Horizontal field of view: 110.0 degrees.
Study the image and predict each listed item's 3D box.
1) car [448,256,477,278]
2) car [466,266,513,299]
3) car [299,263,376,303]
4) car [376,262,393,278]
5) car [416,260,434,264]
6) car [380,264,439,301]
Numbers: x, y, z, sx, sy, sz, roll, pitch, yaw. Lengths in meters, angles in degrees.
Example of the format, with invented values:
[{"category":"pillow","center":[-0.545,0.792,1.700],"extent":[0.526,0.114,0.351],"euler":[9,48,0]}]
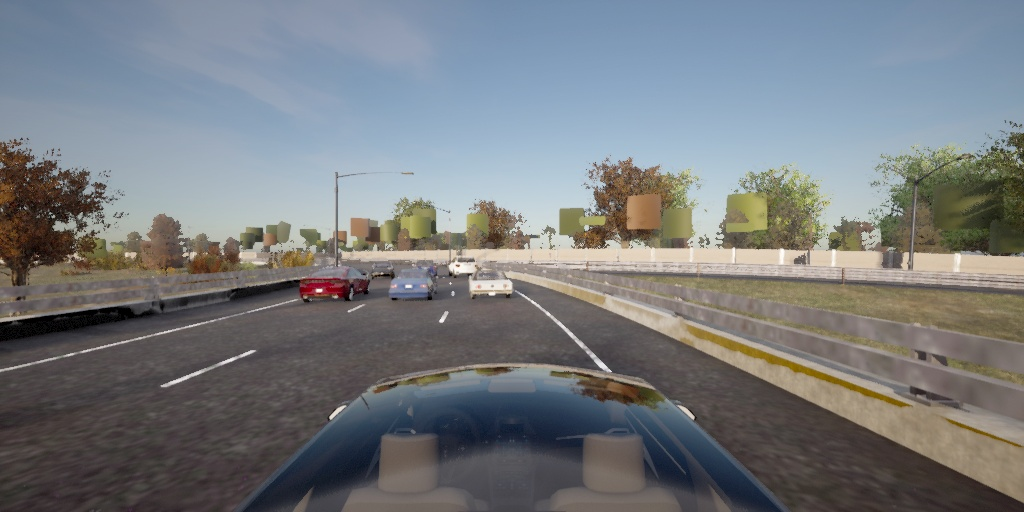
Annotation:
[{"category":"car","center":[-4.653,1.006,33.755],"extent":[2.150,2.045,5.566],"euler":[0,0,-16]},{"category":"car","center":[-1.184,1.364,17.898],"extent":[1.895,1.301,4.718],"euler":[0,0,-8]},{"category":"car","center":[-8.107,1.233,16.865],"extent":[1.882,1.535,5.008],"euler":[0,0,-8]},{"category":"car","center":[-11.359,1.243,31.750],"extent":[2.128,1.511,4.902],"euler":[0,0,-16]},{"category":"car","center":[-7.993,1.114,32.709],"extent":[2.097,1.767,4.553],"euler":[0,0,-16]},{"category":"car","center":[-4.644,1.311,17.366],"extent":[2.033,1.411,5.357],"euler":[0,0,-8]}]
